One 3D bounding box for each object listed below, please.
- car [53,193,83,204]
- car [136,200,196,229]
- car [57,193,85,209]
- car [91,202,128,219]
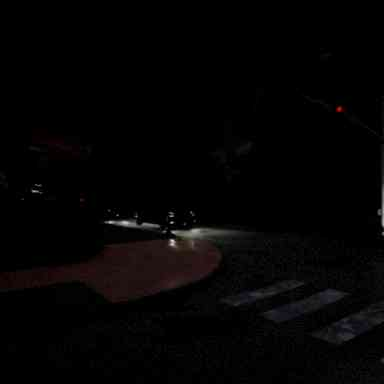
[{"bbox_3d":[-13.400,1.327,36.308,2.097,1.767,4.553,1,0,-38],"label":"car"},{"bbox_3d":[-1.774,1.319,21.422,2.097,1.767,4.553,1,0,-38],"label":"car"},{"bbox_3d":[-17.258,1.238,47.231,2.150,2.045,5.566,1,0,-37],"label":"car"},{"bbox_3d":[-7.338,1.572,28.538,1.895,1.301,4.718,1,0,-38],"label":"car"}]
